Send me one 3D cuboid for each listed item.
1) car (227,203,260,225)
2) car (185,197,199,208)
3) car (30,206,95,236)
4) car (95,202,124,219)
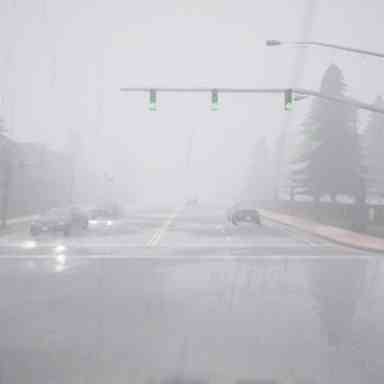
[{"bbox_3d":[3.599,1.503,23.551,1.812,1.442,4.674,0,0,0],"label":"car"},{"bbox_3d":[0.027,1.430,48.416,1.882,1.535,5.008,0,0,1],"label":"car"},{"bbox_3d":[-7.097,1.508,18.344,1.812,1.442,4.674,0,0,0],"label":"car"},{"bbox_3d":[-7.089,1.537,28.368,1.994,1.385,4.181,0,0,0],"label":"car"}]
